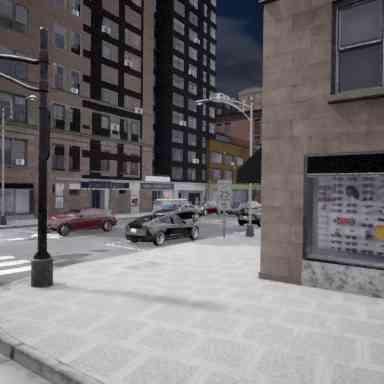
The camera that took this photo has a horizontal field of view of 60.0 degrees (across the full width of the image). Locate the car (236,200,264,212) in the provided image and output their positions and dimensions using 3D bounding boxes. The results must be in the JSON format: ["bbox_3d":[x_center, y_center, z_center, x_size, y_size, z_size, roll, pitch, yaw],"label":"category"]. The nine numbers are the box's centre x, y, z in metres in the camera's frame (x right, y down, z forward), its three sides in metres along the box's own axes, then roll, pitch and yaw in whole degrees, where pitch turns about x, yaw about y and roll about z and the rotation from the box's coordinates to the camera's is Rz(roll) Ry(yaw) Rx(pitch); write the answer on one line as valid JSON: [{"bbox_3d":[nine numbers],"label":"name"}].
[{"bbox_3d":[7.646,1.823,43.608,1.752,1.417,4.829,0,0,36],"label":"car"}]

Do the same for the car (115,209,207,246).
[{"bbox_3d":[-1.378,1.764,16.456,1.947,1.339,4.313,0,0,36],"label":"car"}]

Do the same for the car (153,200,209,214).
[{"bbox_3d":[-1.061,1.673,27.089,2.128,1.511,4.902,1,0,35],"label":"car"}]

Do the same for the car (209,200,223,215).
[{"bbox_3d":[1.329,1.645,34.821,1.967,1.590,4.097,0,0,36],"label":"car"}]

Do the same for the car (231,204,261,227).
[{"bbox_3d":[5.040,1.850,25.381,1.947,1.339,4.313,0,0,36],"label":"car"}]

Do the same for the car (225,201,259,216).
[{"bbox_3d":[5.034,1.813,35.555,2.033,1.411,5.357,1,0,36],"label":"car"}]

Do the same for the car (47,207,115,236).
[{"bbox_3d":[-6.521,1.634,19.493,1.812,1.442,4.674,1,0,37],"label":"car"}]
